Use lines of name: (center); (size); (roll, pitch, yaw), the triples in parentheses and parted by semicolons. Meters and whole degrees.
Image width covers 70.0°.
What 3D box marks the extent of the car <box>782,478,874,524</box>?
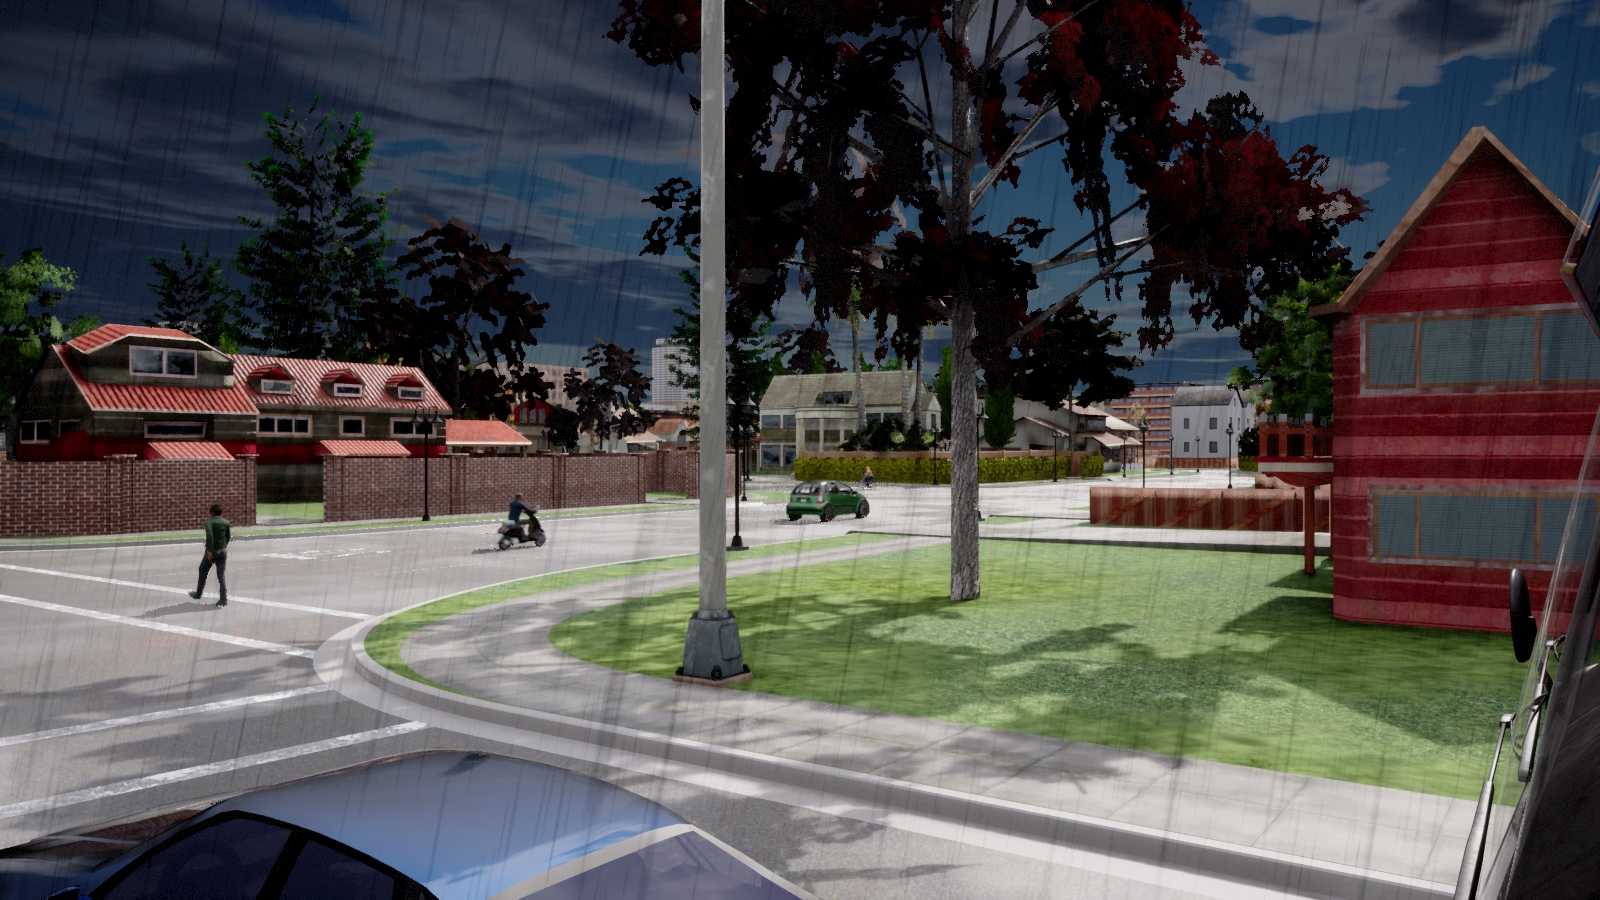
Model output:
car: (1.177, 1.999, 45.810); (1.851, 1.617, 3.988); (0, 0, 33)

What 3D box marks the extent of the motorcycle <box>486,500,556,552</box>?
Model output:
motorcycle: (-7.875, 2.129, 32.282); (0.856, 1.341, 1.805); (0, 0, 34)

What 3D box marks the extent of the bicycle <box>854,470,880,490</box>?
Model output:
bicycle: (4.517, 2.035, 77.161); (1.487, 1.301, 0.859); (0, 0, 32)

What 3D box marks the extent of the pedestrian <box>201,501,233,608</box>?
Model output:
pedestrian: (-10.388, 1.848, 20.364); (0.375, 1.860, 0.375); (0, 0, 32)

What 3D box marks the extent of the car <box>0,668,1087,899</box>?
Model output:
car: (-1.713, 2.106, 4.943); (5.357, 1.411, 2.033); (0, 0, 36)
